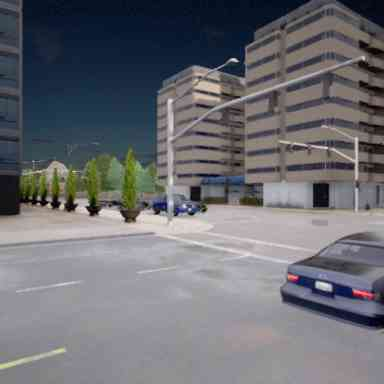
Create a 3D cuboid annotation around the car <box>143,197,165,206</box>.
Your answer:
[{"bbox_3d":[-6.569,1.566,57.559,1.994,1.385,4.181,0,0,-34],"label":"car"}]

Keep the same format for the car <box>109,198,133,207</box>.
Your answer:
[{"bbox_3d":[-10.953,1.602,51.294,1.895,1.301,4.718,0,0,-35],"label":"car"}]

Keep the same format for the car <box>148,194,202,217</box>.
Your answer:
[{"bbox_3d":[-1.772,1.223,32.011,2.150,2.045,5.566,0,0,-35],"label":"car"}]

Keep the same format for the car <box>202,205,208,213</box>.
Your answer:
[{"bbox_3d":[-0.310,1.603,36.031,1.895,1.301,4.718,0,0,-35],"label":"car"}]

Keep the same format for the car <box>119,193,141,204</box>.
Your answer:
[{"bbox_3d":[-12.275,1.223,65.696,2.150,2.045,5.566,0,0,-35],"label":"car"}]

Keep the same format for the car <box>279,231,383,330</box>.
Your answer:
[{"bbox_3d":[4.061,1.548,6.854,5.357,1.411,2.033,0,0,-38],"label":"car"}]

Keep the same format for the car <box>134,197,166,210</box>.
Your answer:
[{"bbox_3d":[-5.643,1.493,43.673,2.128,1.511,4.902,0,0,-35],"label":"car"}]

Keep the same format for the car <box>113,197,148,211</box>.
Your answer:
[{"bbox_3d":[-7.369,1.506,40.027,1.837,1.490,4.892,0,0,-35],"label":"car"}]

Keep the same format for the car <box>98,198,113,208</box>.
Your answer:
[{"bbox_3d":[-13.233,1.548,48.438,2.033,1.411,5.357,0,0,-35],"label":"car"}]
